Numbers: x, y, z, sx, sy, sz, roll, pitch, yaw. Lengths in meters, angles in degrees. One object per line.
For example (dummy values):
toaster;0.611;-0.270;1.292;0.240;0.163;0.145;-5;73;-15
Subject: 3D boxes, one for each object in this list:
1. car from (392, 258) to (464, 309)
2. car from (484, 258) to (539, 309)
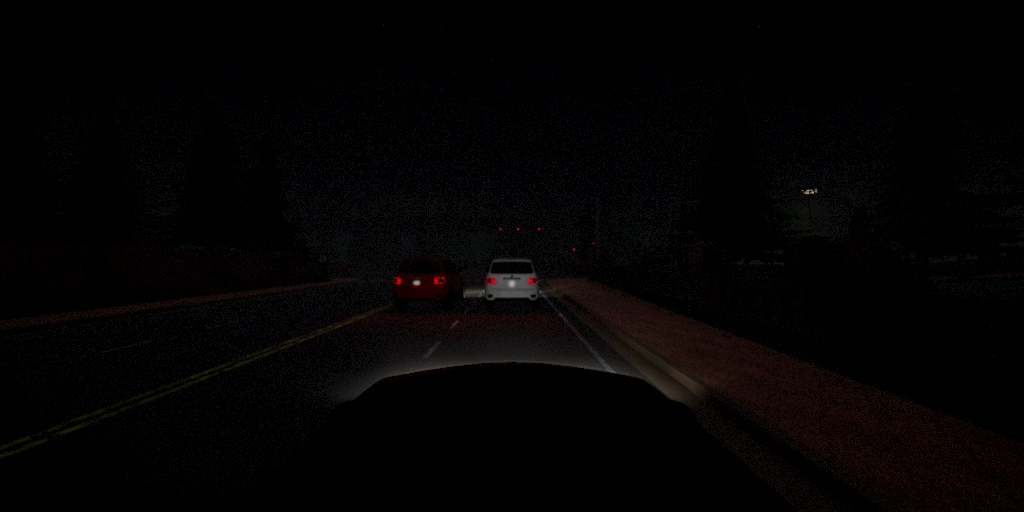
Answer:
car;-3.504;1.101;15.872;2.150;2.045;5.566;0;0;0
car;-0.004;1.101;15.874;2.150;2.045;5.566;0;0;0
